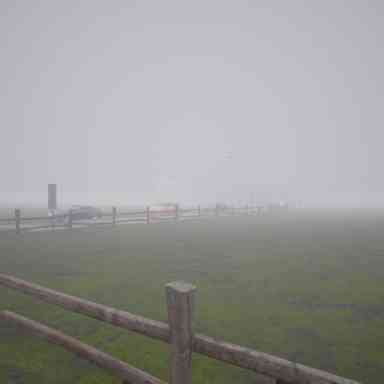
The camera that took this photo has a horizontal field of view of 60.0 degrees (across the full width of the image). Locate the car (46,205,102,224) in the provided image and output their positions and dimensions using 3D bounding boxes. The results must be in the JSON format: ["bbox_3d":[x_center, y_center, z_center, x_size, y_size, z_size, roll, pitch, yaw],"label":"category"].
[{"bbox_3d":[-9.978,1.851,28.427,2.128,1.511,4.902,-1,-1,35],"label":"car"}]

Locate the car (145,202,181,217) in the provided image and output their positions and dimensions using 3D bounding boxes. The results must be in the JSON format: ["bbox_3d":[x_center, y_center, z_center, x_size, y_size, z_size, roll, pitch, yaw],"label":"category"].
[{"bbox_3d":[-3.250,1.920,37.948,2.097,1.767,4.553,-1,-1,35],"label":"car"}]

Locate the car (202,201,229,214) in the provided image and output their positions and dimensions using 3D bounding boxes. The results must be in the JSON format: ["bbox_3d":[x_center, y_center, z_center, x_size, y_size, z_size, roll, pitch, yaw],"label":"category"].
[{"bbox_3d":[3.343,2.125,47.240,2.097,1.767,4.553,-1,-1,36],"label":"car"}]

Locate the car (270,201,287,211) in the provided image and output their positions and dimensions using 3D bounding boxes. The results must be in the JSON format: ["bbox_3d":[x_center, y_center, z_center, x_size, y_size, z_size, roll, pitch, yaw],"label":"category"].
[{"bbox_3d":[15.478,2.406,59.372,2.097,1.767,4.553,-1,-1,37],"label":"car"}]
